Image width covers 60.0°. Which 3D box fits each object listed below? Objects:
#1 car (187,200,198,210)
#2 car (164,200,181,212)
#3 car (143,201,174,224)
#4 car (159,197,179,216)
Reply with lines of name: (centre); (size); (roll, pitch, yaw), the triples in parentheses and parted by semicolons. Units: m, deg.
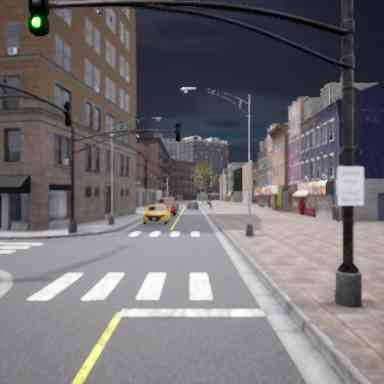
car: (0.092, 2.082, 54.024); (2.128, 1.511, 4.902); (0, -1, 0)
car: (-2.843, 2.023, 48.786); (2.128, 1.511, 4.902); (0, -1, 0)
car: (-2.850, 1.777, 27.649); (1.882, 1.535, 5.008); (0, -1, 0)
car: (-2.853, 1.637, 38.262); (2.150, 2.045, 5.566); (0, -1, 0)
